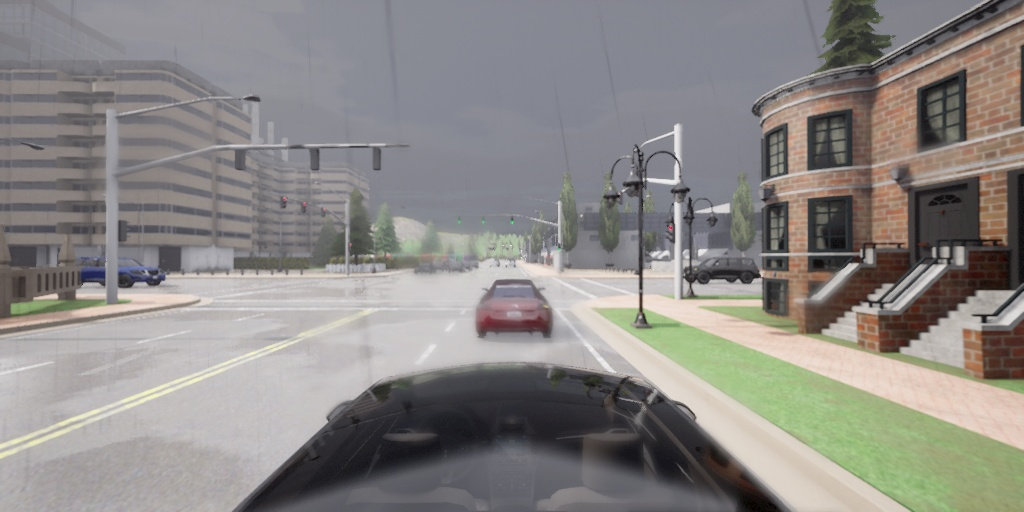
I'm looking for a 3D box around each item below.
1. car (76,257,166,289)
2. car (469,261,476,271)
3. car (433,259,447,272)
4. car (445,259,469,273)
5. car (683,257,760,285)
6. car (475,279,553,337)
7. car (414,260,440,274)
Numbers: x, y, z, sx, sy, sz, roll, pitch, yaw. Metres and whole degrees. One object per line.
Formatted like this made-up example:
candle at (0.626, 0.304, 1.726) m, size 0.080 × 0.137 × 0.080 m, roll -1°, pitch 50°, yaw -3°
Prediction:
car at (-26.940, 1.100, 24.288) m, size 5.566 × 2.045 × 2.150 m, roll 0°, pitch 0°, yaw 0°
car at (-7.317, 1.569, 57.199) m, size 1.837 × 1.490 × 4.892 m, roll 0°, pitch 0°, yaw 0°
car at (-10.809, 1.548, 53.435) m, size 1.837 × 1.490 × 4.892 m, roll 0°, pitch 0°, yaw 0°
car at (-7.282, 1.516, 47.836) m, size 1.837 × 1.490 × 4.892 m, roll 0°, pitch 0°, yaw 0°
car at (16.080, 1.118, 27.822) m, size 5.566 × 2.045 × 2.150 m, roll 0°, pitch 0°, yaw -1°
car at (0.056, 1.364, 10.541) m, size 1.994 × 1.385 × 4.181 m, roll 0°, pitch 0°, yaw 0°
car at (-10.775, 1.558, 44.782) m, size 1.994 × 1.385 × 4.181 m, roll 0°, pitch 0°, yaw 0°
